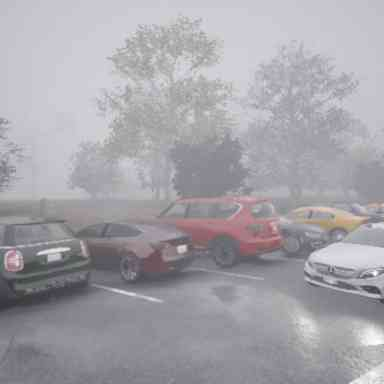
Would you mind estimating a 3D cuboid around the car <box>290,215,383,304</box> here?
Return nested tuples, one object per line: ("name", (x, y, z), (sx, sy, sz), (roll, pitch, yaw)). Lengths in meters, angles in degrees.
("car", (4.705, 1.492, 8.048), (4.674, 1.442, 1.812), (-1, 0, -35))

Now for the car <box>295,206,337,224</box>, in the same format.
("car", (2.747, 1.444, 13.089), (4.892, 1.521, 2.231), (-1, -1, 35))

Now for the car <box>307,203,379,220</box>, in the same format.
("car", (5.201, 1.407, 14.761), (5.008, 1.535, 2.097), (-1, 0, 35))

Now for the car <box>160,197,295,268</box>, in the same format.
("car", (0.276, 1.217, 11.400), (5.566, 2.045, 2.435), (-1, 0, 35))

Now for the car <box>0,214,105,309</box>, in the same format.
("car", (-4.537, 1.362, 7.948), (4.553, 1.767, 2.185), (-1, -1, 34))

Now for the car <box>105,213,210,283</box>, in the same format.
("car", (-2.157, 1.513, 9.693), (4.792, 1.488, 2.163), (-1, 0, 35))

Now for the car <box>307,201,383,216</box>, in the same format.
("car", (7.631, 1.240, 16.461), (4.553, 1.767, 2.185), (-1, 0, 36))
